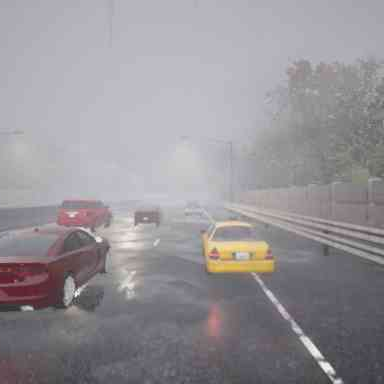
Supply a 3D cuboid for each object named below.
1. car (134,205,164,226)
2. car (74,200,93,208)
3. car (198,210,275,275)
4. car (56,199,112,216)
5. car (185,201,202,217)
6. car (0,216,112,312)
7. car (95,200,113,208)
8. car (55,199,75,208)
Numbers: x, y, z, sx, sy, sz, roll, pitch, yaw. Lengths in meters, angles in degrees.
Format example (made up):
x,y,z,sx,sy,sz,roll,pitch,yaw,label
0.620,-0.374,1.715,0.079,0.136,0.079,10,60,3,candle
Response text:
x,y,z,sx,sy,sz,roll,pitch,yaw,label
-3.334,1.790,26.396,1.882,1.535,5.008,0,-1,0,car
-20.855,2.274,64.039,1.882,1.535,5.008,0,-1,0,car
1.254,1.579,10.766,1.801,1.575,5.366,0,-1,0,car
-6.849,1.482,21.687,2.150,2.045,5.566,0,-1,0,car
0.155,2.037,37.130,1.895,1.301,4.718,0,-1,0,car
-3.377,1.574,8.044,1.882,1.535,5.008,0,-1,0,car
-17.348,2.323,65.638,2.128,1.511,4.902,0,-1,0,car
-24.348,2.154,63.935,2.097,1.767,4.553,0,-1,0,car
